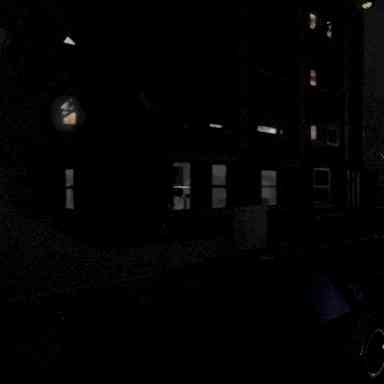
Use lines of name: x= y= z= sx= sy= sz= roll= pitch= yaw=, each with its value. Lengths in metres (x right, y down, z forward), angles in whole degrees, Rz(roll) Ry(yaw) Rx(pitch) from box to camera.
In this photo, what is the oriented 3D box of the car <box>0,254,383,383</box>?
car: x=0.533 y=1.517 z=3.780 sx=5.357 sy=1.411 sz=2.033 roll=-1 pitch=1 yaw=-36
